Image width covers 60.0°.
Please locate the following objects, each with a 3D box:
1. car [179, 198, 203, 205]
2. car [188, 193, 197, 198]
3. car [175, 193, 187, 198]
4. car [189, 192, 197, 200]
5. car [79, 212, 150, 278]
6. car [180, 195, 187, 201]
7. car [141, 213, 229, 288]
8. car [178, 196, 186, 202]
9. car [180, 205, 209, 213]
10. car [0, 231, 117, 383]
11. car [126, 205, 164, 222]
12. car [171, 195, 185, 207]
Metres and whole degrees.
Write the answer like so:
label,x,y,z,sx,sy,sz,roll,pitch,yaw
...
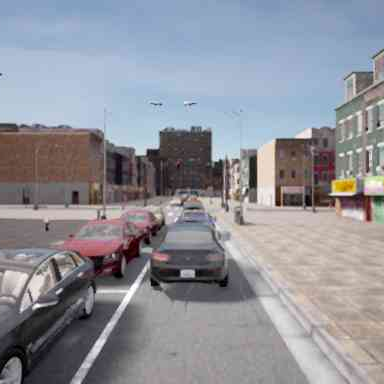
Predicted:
label,x,y,z,sx,sy,sz,roll,pitch,yaw
car,0.189,1.496,27.676,1.837,1.490,4.892,0,0,2
car,0.240,1.429,83.556,2.097,1.767,4.553,0,0,0
car,-2.467,1.340,58.538,2.192,1.841,5.009,0,0,0
car,0.269,1.165,93.619,2.150,2.045,5.566,0,0,0
car,-2.606,1.536,10.148,1.887,1.381,4.507,0,0,0
car,-2.374,1.646,91.202,1.887,1.381,4.507,0,0,0
car,-0.043,1.518,9.136,1.812,1.442,4.674,0,0,1
car,-2.406,1.598,80.144,1.752,1.417,4.829,0,0,0
car,0.142,1.590,17.376,1.895,1.301,4.718,0,0,0
car,-2.622,1.546,4.655,2.008,1.369,4.403,0,0,0
car,-2.590,1.534,15.643,1.887,1.381,4.507,0,0,0
car,-2.484,1.541,52.925,1.752,1.417,4.829,0,0,0
